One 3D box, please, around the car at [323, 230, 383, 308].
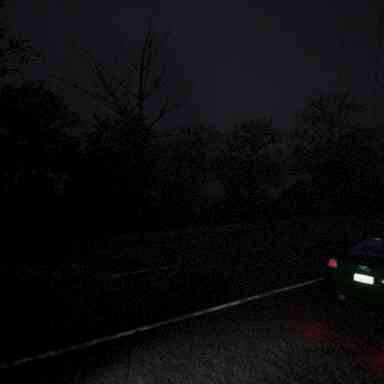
[{"bbox_3d":[4.728,1.519,7.187,4.181,1.385,1.994,-1,0,-36],"label":"car"}]
